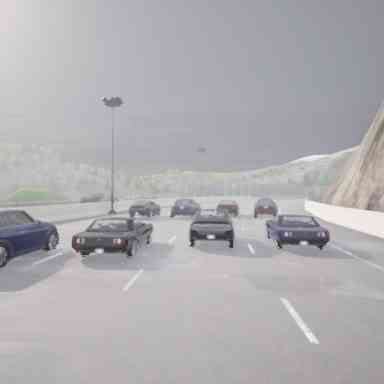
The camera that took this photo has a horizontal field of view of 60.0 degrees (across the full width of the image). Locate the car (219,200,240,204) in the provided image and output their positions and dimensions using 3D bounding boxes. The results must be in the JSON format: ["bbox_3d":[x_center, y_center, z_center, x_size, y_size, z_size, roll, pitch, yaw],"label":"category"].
[{"bbox_3d":[3.584,1.500,32.625,1.882,1.535,5.008,0,0,11],"label":"car"}]

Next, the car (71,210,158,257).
[{"bbox_3d":[-2.787,1.600,12.876,1.895,1.301,4.718,0,0,5],"label":"car"}]

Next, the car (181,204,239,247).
[{"bbox_3d":[0.953,1.500,15.132,2.128,1.511,4.902,0,0,5],"label":"car"}]

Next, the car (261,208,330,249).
[{"bbox_3d":[4.395,1.617,14.622,1.895,1.301,4.718,0,0,5],"label":"car"}]

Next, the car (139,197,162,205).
[{"bbox_3d":[-7.343,1.558,59.444,2.033,1.411,5.357,0,0,20],"label":"car"}]

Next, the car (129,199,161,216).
[{"bbox_3d":[-4.105,1.509,29.640,1.837,1.490,4.892,0,0,10],"label":"car"}]

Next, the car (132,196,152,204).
[{"bbox_3d":[-9.584,1.570,63.582,1.994,1.385,4.181,0,0,20],"label":"car"}]

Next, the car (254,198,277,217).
[{"bbox_3d":[6.940,1.381,31.527,2.097,1.767,4.553,0,0,11],"label":"car"}]

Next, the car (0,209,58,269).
[{"bbox_3d":[-6.385,1.343,11.228,2.097,1.767,4.553,0,0,4],"label":"car"}]

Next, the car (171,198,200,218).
[{"bbox_3d":[-0.466,1.364,30.057,2.097,1.767,4.553,0,0,10],"label":"car"}]
